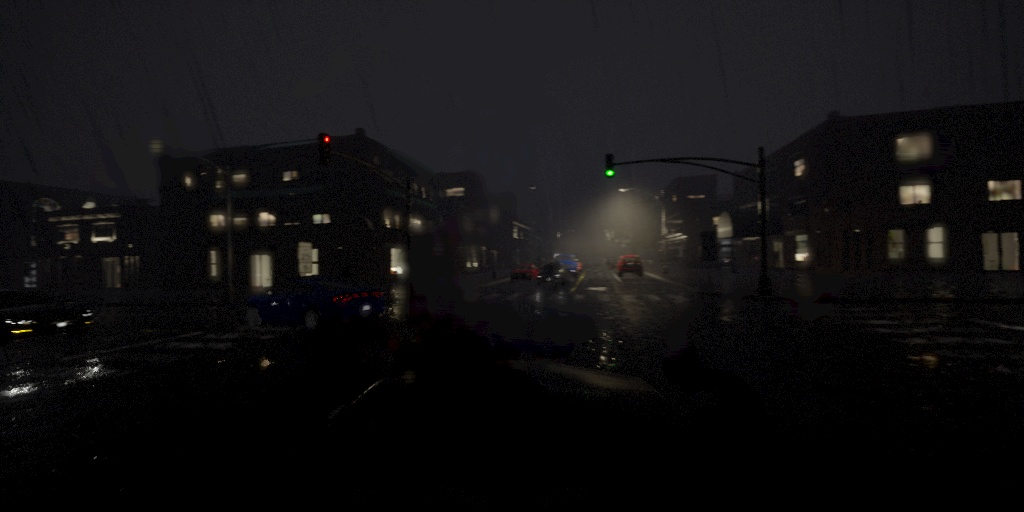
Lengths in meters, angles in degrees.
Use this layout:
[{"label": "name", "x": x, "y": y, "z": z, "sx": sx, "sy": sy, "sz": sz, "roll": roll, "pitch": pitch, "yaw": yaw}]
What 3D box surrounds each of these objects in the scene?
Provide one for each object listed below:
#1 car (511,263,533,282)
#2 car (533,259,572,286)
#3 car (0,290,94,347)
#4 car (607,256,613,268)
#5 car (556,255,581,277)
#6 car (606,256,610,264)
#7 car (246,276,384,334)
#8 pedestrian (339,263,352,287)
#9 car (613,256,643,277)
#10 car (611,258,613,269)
[{"label": "car", "x": 1.112, "y": 1.314, "z": 29.024, "sx": 1.888, "sy": 1.381, "sz": 4.507, "roll": 0, "pitch": 0, "yaw": 13}, {"label": "car", "x": 2.942, "y": 1.227, "z": 25.103, "sx": 1.837, "sy": 1.490, "sz": 4.892, "roll": -1, "pitch": 0, "yaw": 13}, {"label": "car", "x": -15.193, "y": 1.783, "z": 10.762, "sx": 4.892, "sy": 1.490, "sz": 1.837, "roll": -2, "pitch": 0, "yaw": 13}, {"label": "car", "x": 14.367, "y": 1.090, "z": 48.627, "sx": 1.948, "sy": 1.339, "sz": 4.313, "roll": 0, "pitch": 0, "yaw": 13}, {"label": "car", "x": 5.195, "y": 0.914, "z": 34.796, "sx": 2.150, "sy": 2.045, "sz": 5.566, "roll": -1, "pitch": 0, "yaw": 14}, {"label": "car", "x": 15.620, "y": 1.061, "z": 54.008, "sx": 2.007, "sy": 1.370, "sz": 4.403, "roll": 0, "pitch": 0, "yaw": 13}, {"label": "car", "x": -6.291, "y": 1.424, "z": 11.329, "sx": 5.008, "sy": 1.535, "sz": 1.882, "roll": -3, "pitch": -2, "yaw": 29}, {"label": "pedestrian", "x": -8.363, "y": 1.241, "z": 18.102, "sx": 0.375, "sy": 1.860, "sz": 0.375, "roll": -1, "pitch": 0, "yaw": 13}, {"label": "car", "x": 10.609, "y": 0.885, "z": 32.481, "sx": 2.192, "sy": 1.841, "sz": 5.009, "roll": 0, "pitch": 0, "yaw": 13}, {"label": "car", "x": 11.862, "y": 1.120, "z": 37.864, "sx": 1.948, "sy": 1.339, "sz": 4.313, "roll": 0, "pitch": 0, "yaw": 13}]
